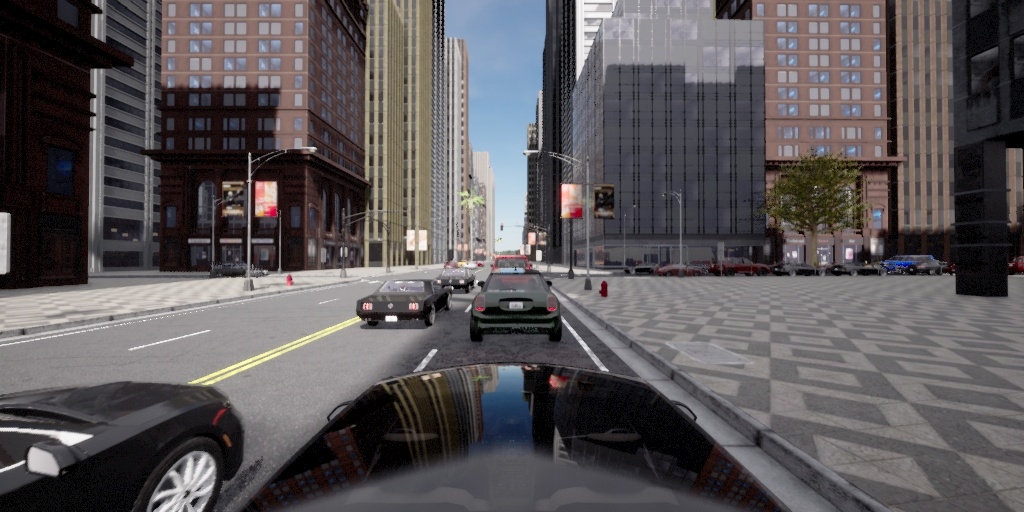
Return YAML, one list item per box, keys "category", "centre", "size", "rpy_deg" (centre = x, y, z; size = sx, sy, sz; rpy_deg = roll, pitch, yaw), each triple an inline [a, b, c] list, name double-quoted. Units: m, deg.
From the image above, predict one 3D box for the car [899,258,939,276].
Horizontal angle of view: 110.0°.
- category: "car"
  centre: [42.526, 1.223, 36.106]
  size: [4.674, 1.442, 1.812]
  rpy_deg: [0, -1, -1]

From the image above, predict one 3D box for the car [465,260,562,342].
- category: "car"
  centre: [0.082, 1.107, 9.983]
  size: [2.097, 1.767, 4.553]
  rpy_deg: [0, 0, 0]

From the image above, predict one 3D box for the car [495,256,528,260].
- category: "car"
  centre: [-0.034, 1.001, 19.504]
  size: [2.150, 2.045, 5.566]
  rpy_deg: [0, 0, 0]

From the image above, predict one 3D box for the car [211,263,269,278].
- category: "car"
  centre: [-26.460, 1.431, 34.955]
  size: [4.902, 1.511, 2.128]
  rpy_deg: [0, -1, 0]

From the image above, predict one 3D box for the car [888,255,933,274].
- category: "car"
  centre: [42.967, 0.955, 39.202]
  size: [5.566, 2.045, 2.150]
  rpy_deg: [0, -1, 0]

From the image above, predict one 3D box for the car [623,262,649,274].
- category: "car"
  centre: [15.112, 1.407, 41.523]
  size: [4.313, 1.339, 1.948]
  rpy_deg: [0, 0, -1]

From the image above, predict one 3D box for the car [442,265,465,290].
- category: "car"
  centre: [-3.187, 1.385, 20.800]
  size: [1.895, 1.301, 4.718]
  rpy_deg: [0, 0, 0]

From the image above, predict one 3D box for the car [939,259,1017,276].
- category: "car"
  centre: [43.446, 1.209, 33.491]
  size: [4.507, 1.381, 1.888]
  rpy_deg: [0, 0, -1]

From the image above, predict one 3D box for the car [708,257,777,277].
- category: "car"
  centre: [20.896, 1.037, 33.098]
  size: [5.009, 1.841, 2.192]
  rpy_deg: [0, 0, -1]

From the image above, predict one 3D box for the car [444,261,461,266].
- category: "car"
  centre: [-9.936, 1.532, 58.329]
  size: [1.812, 1.442, 4.674]
  rpy_deg: [0, 0, 0]

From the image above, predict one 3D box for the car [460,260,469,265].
- category: "car"
  centre: [-6.690, 1.604, 57.933]
  size: [1.895, 1.301, 4.718]
  rpy_deg: [0, 0, 0]

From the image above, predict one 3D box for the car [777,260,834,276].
- category: "car"
  centre: [26.533, 1.271, 33.196]
  size: [4.313, 1.339, 1.948]
  rpy_deg: [0, 0, -1]

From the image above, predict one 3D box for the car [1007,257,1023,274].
- category: "car"
  centre: [49.084, 0.969, 33.588]
  size: [5.009, 1.841, 2.192]
  rpy_deg: [0, 0, -1]

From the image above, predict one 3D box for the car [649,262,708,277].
- category: "car"
  centre: [15.258, 1.323, 33.000]
  size: [4.207, 1.307, 1.802]
  rpy_deg: [0, 0, -1]

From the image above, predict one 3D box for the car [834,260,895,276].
- category: "car"
  centre: [32.170, 1.256, 33.294]
  size: [4.313, 1.339, 1.948]
  rpy_deg: [0, 0, -1]

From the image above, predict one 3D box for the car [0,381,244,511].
- category: "car"
  centre: [-3.150, 1.255, 0.986]
  size: [1.837, 1.490, 4.892]
  rpy_deg: [0, 0, 0]

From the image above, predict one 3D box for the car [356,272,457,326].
- category: "car"
  centre: [-3.166, 1.360, 11.631]
  size: [1.895, 1.301, 4.718]
  rpy_deg: [0, 0, 0]
